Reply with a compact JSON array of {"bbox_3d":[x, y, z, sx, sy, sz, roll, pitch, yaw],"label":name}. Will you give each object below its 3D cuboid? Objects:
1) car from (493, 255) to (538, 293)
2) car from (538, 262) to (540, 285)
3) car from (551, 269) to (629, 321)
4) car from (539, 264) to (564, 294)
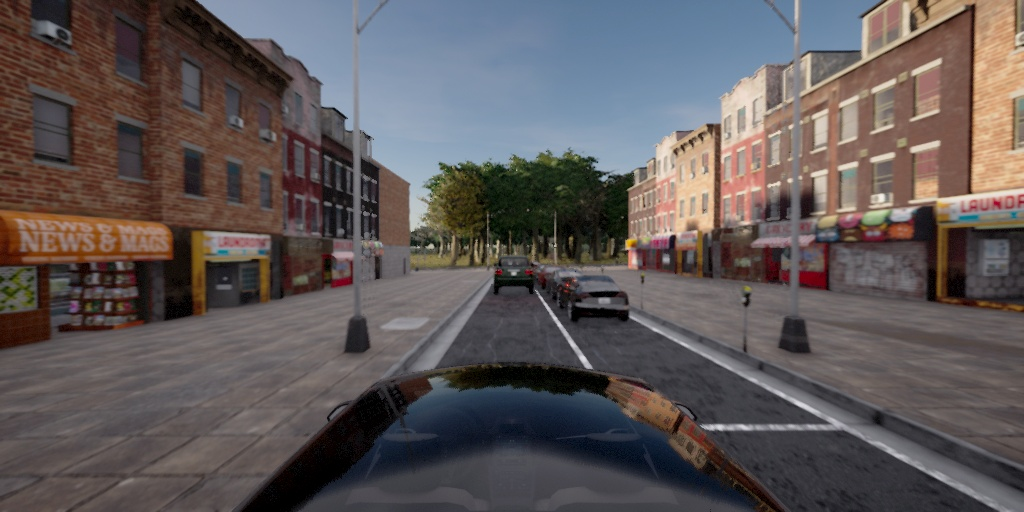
[{"bbox_3d":[0.098,0.966,20.792,2.150,2.045,5.566,0,0,0],"label":"car"},{"bbox_3d":[2.633,1.288,23.069,1.888,1.381,4.507,0,0,0],"label":"car"},{"bbox_3d":[2.635,1.309,12.256,1.948,1.339,4.313,0,0,0],"label":"car"},{"bbox_3d":[2.634,1.293,17.663,2.007,1.370,4.403,0,0,0],"label":"car"}]
